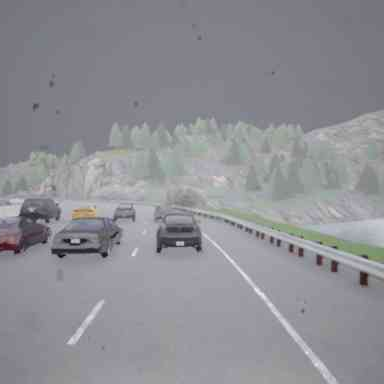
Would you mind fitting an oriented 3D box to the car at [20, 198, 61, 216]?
[{"bbox_3d":[-12.850,1.548,28.459,2.150,2.045,5.566,0,0,-9],"label":"car"}]

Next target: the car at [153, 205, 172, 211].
[{"bbox_3d":[-2.466,1.881,30.010,2.033,1.411,5.357,0,-1,-9],"label":"car"}]

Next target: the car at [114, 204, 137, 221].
[{"bbox_3d":[-6.086,1.833,30.425,2.128,1.511,4.902,0,0,-9],"label":"car"}]

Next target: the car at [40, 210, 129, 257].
[{"bbox_3d":[-4.044,1.701,13.574,2.033,1.411,5.357,0,-1,-4],"label":"car"}]

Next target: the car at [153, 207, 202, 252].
[{"bbox_3d":[-0.633,1.672,14.795,1.837,1.490,4.892,0,0,-5],"label":"car"}]

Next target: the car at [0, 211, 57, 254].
[{"bbox_3d":[-7.611,1.728,14.235,1.994,1.385,4.181,0,-1,-4],"label":"car"}]

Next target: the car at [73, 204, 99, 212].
[{"bbox_3d":[-9.674,1.822,30.619,1.882,1.535,5.008,0,0,-10],"label":"car"}]
